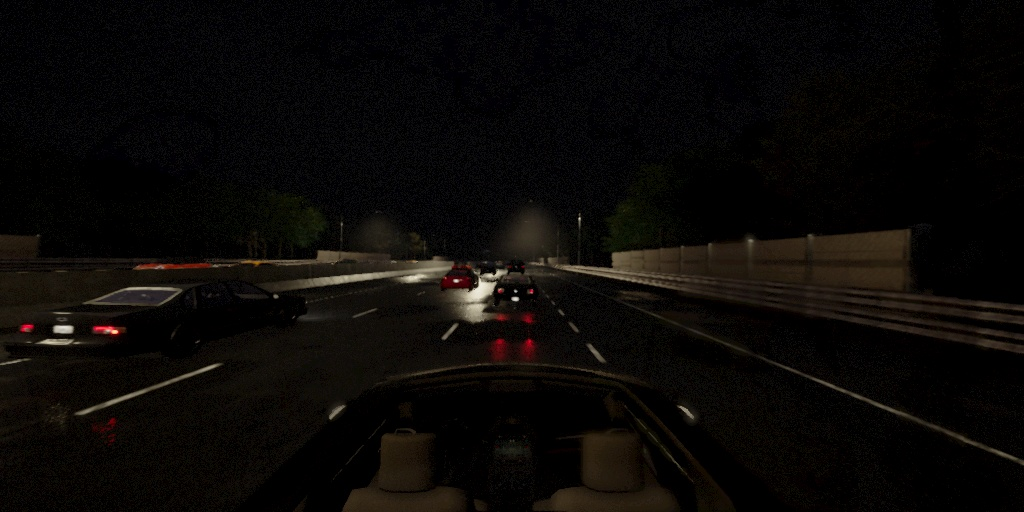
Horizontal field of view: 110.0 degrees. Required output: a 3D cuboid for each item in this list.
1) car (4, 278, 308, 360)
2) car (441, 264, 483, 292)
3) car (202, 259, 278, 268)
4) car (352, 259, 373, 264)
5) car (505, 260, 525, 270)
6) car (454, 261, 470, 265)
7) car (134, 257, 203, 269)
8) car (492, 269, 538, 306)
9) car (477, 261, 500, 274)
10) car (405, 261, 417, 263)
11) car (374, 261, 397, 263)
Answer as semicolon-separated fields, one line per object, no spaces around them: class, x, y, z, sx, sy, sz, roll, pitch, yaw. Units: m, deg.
car;-6.925;1.209;8.067;2.033;1.411;5.357;1;-1;1
car;-3.251;1.457;23.014;1.994;1.385;4.181;1;-1;1
car;-17.282;1.077;23.798;1.882;1.535;5.008;1;-1;1
car;-23.835;1.477;59.411;2.033;1.411;5.357;1;-1;1
car;0.529;1.485;46.261;2.150;2.045;5.566;1;-1;1
car;-6.474;1.464;46.248;2.097;1.767;4.553;1;-1;1
car;-24.237;0.822;25.772;2.097;1.767;4.553;1;-1;1
car;0.177;1.504;17.002;1.895;1.301;4.718;1;-1;1
car;-2.977;1.666;46.268;1.882;1.535;5.008;1;-1;1
car;-16.851;1.562;59.350;1.882;1.535;5.008;1;-1;1
car;-20.347;1.500;59.378;2.128;1.511;4.902;1;-1;1
